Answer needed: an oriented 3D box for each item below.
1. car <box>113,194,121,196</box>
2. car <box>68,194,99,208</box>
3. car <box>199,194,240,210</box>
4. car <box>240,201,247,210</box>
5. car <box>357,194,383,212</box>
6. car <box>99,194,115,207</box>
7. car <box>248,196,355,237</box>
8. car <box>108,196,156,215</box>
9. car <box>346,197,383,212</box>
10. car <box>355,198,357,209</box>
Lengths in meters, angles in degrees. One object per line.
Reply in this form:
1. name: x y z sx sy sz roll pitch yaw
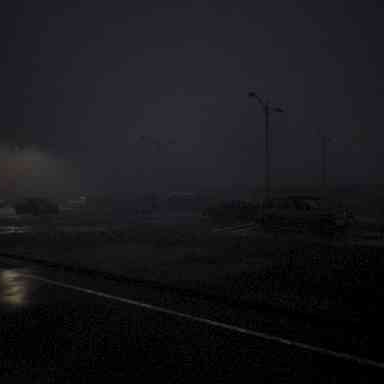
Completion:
1. car: -11.837 1.153 49.388 4.605 1.855 1.932 0 0 34
2. car: -14.935 1.395 44.748 3.806 1.475 1.970 0 0 34
3. car: 3.737 1.153 45.501 4.605 1.855 1.932 0 0 34
4. car: 5.420 1.364 47.859 3.905 1.438 1.784 0 0 34
5. car: 18.232 1.156 35.658 3.866 1.878 1.905 0 0 34
6. car: -13.305 1.364 47.141 3.905 1.438 1.784 0 0 34
7. car: 5.546 1.153 17.054 4.605 1.855 1.932 0 0 34
8. car: -5.697 1.395 31.482 3.806 1.475 1.970 0 0 34
9. car: 19.870 1.395 38.046 3.806 1.475 1.970 0 0 34
10. car: 7.219 1.156 19.416 3.866 1.878 1.905 0 0 34
